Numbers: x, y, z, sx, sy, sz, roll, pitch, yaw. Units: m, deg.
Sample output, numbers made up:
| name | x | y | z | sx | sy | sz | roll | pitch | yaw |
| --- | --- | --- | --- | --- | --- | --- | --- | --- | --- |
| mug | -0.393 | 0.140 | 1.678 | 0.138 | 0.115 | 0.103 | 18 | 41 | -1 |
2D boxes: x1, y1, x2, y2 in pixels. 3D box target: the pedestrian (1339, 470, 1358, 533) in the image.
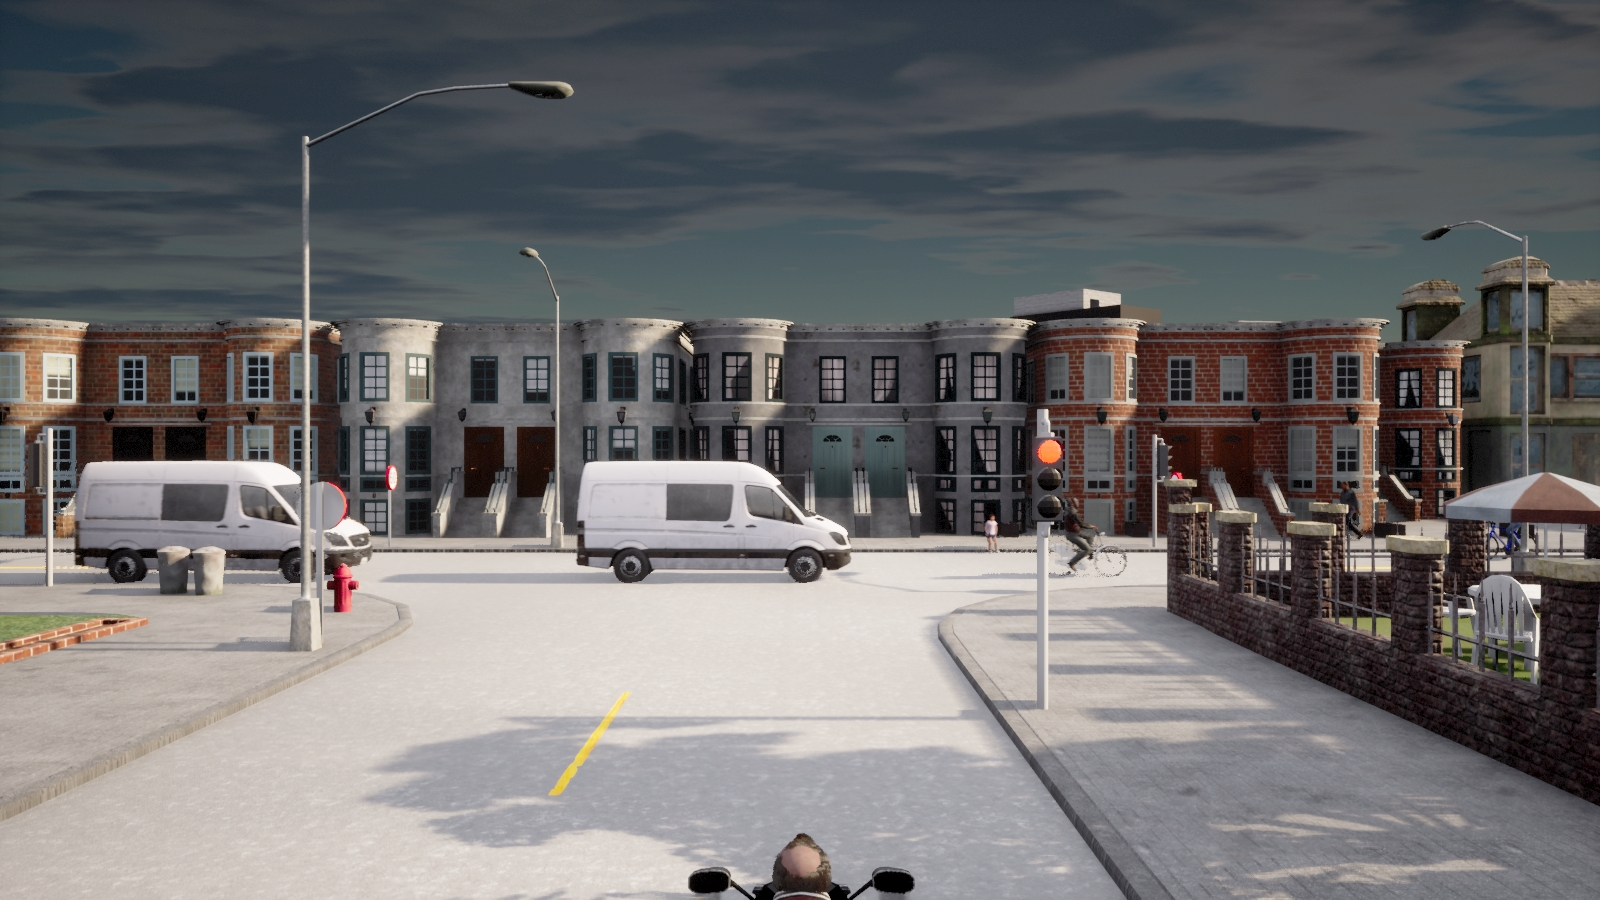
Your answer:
| name | x | y | z | sx | sy | sz | roll | pitch | yaw |
| --- | --- | --- | --- | --- | --- | --- | --- | --- | --- |
| pedestrian | 16.209 | 1.512 | 33.782 | 0.375 | 1.860 | 0.375 | 0 | 0 | 1 |

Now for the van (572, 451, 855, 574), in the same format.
| name | x | y | z | sx | sy | sz | roll | pitch | yaw |
| --- | --- | --- | --- | --- | --- | --- | --- | --- | --- |
| van | -1.809 | 1.305 | 24.917 | 5.915 | 2.561 | 1.988 | 0 | 0 | 0 |

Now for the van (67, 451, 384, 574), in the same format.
| name | x | y | z | sx | sy | sz | roll | pitch | yaw |
| --- | --- | --- | --- | --- | --- | --- | --- | --- | --- |
| van | -12.347 | 1.305 | 24.817 | 5.915 | 2.561 | 1.988 | 0 | 0 | 2 |

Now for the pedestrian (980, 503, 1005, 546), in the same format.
| name | x | y | z | sx | sy | sz | roll | pitch | yaw |
| --- | --- | --- | --- | --- | --- | --- | --- | --- | --- |
| pedestrian | 5.185 | 1.996 | 30.757 | 0.500 | 1.100 | 0.500 | 0 | 0 | -12 |
